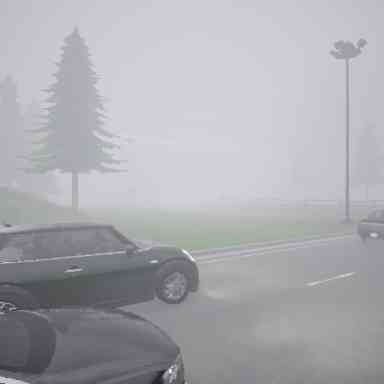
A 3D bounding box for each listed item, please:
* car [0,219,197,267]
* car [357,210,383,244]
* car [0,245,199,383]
[{"bbox_3d":[-2.065,1.353,6.571,4.553,1.767,2.097,0,0,-36],"label":"car"},{"bbox_3d":[9.190,1.492,14.597,4.902,1.511,2.128,0,0,-35],"label":"car"},{"bbox_3d":[-2.277,1.493,2.123,4.902,1.511,2.128,0,0,-35],"label":"car"}]
